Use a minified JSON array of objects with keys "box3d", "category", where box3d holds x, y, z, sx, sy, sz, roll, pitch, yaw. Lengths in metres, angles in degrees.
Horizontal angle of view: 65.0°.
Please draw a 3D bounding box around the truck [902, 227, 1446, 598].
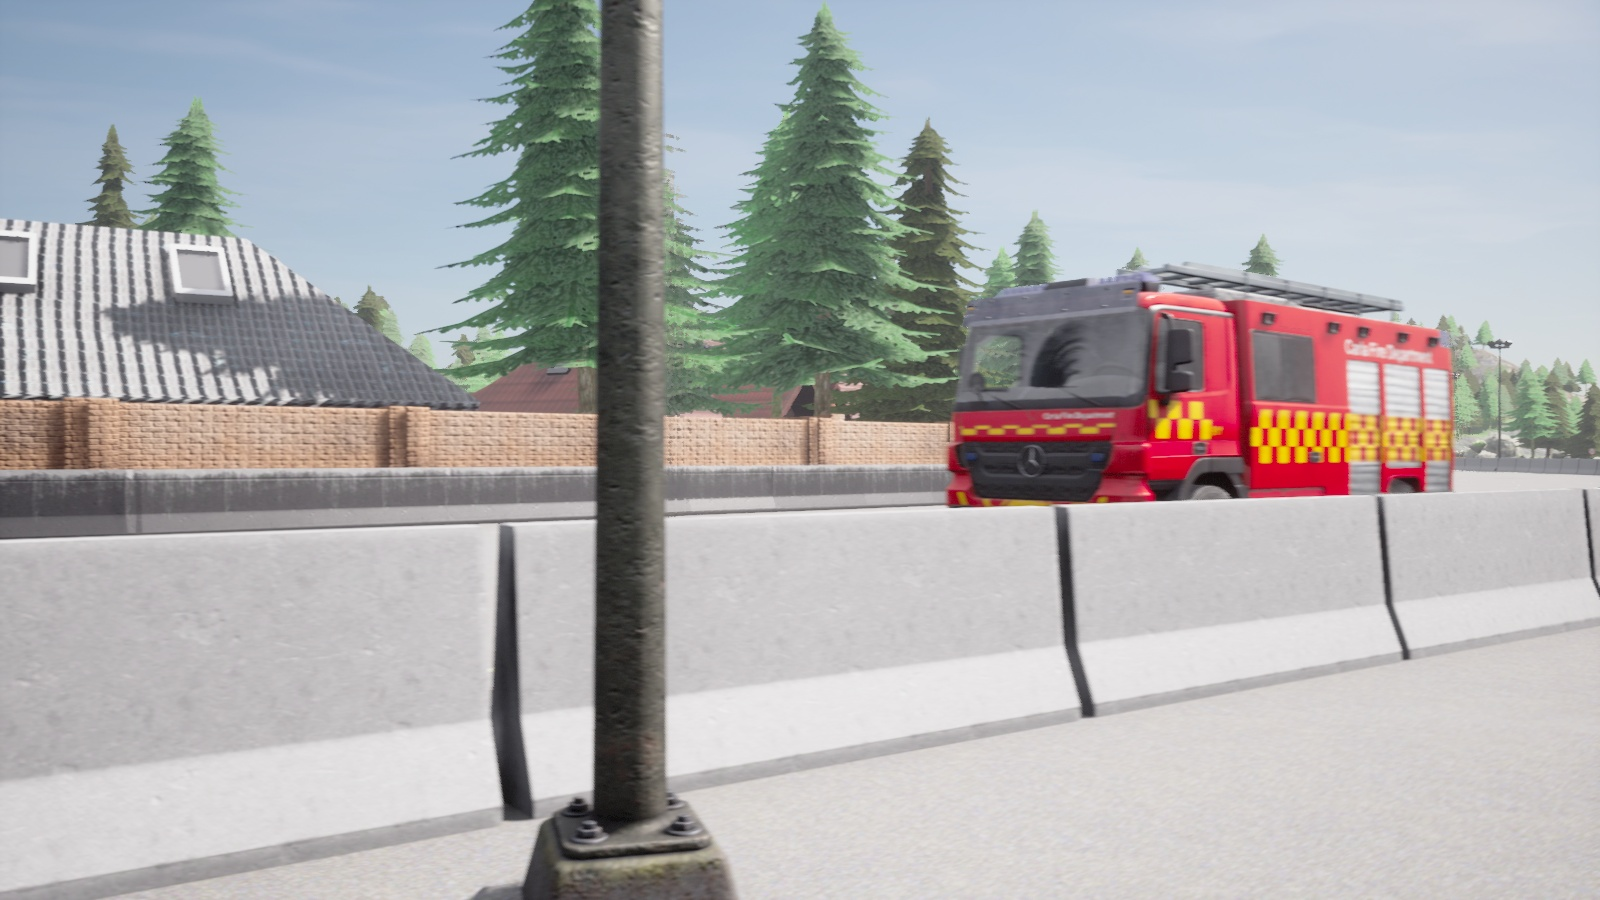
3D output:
[{"box3d":[5.383,-0.386,16.834,8.468,3.827,2.891,0,0,-41],"category":"truck"}]
